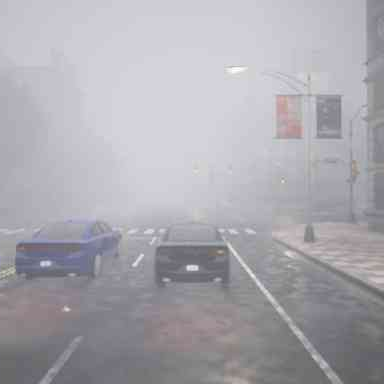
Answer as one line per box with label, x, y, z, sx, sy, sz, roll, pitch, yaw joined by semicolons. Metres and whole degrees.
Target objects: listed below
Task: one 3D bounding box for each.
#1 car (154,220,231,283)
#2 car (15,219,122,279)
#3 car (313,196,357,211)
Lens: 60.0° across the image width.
car;-0.001;1.557;9.921;1.882;1.535;5.008;0;0;0
car;-3.507;1.561;10.379;1.882;1.535;5.008;0;0;-1
car;19.587;1.584;45.581;5.566;2.045;2.150;0;0;0
